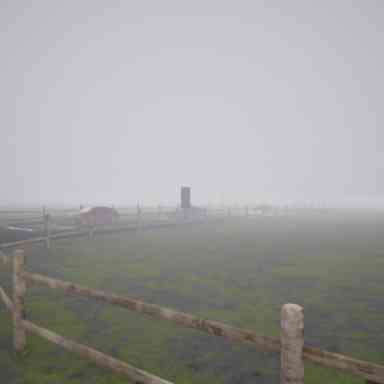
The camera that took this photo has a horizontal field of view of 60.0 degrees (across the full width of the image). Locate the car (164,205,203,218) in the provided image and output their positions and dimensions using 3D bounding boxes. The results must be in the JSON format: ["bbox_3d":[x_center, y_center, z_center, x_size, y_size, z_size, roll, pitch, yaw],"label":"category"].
[{"bbox_3d":[-0.856,2.126,37.361,2.033,1.411,5.357,0,-1,36],"label":"car"}]

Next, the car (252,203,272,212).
[{"bbox_3d":[11.531,2.562,54.571,1.994,1.385,4.181,0,-1,36],"label":"car"}]

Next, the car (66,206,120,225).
[{"bbox_3d":[-8.041,1.867,27.284,1.812,1.442,4.674,0,-1,35],"label":"car"}]
